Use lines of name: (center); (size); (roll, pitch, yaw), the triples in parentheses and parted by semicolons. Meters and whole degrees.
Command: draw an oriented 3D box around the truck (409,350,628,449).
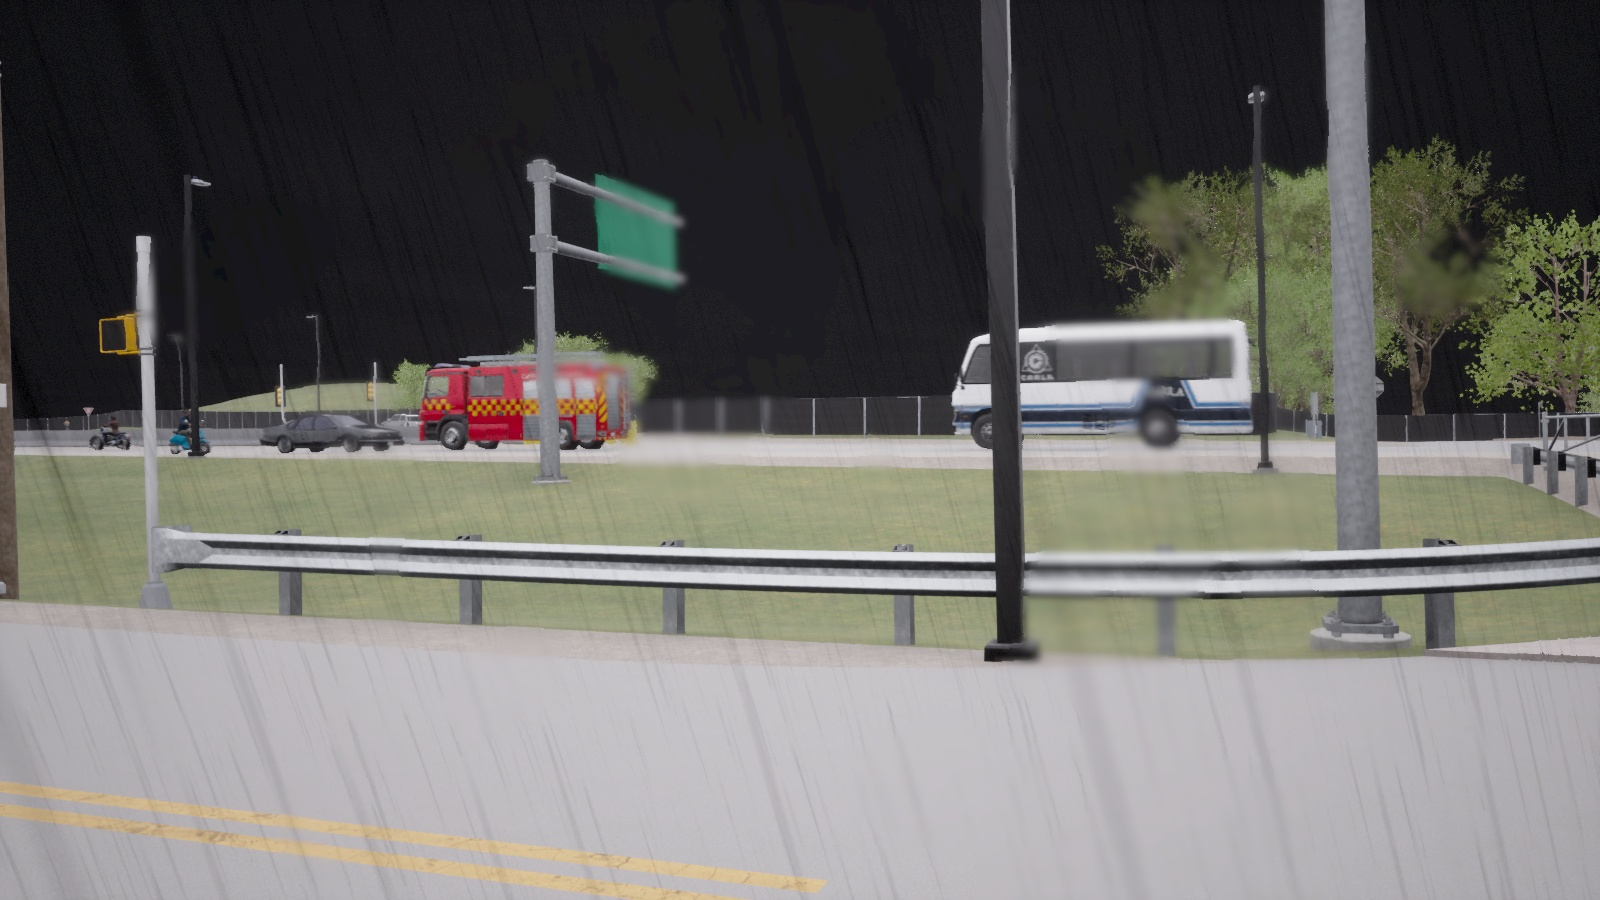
truck: (-11.519, -1.996, 51.330); (8.468, 3.827, 2.891); (0, 1, 19)

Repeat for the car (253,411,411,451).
car: (-17.097, -0.708, 45.891); (5.357, 1.411, 2.033); (0, 1, 19)

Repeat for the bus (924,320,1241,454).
bus: (9.827, -2.069, 43.674); (10.273, 4.253, 3.944); (0, 1, 21)

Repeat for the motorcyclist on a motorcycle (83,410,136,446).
motorcyclist on a motorcycle: (-32.246, -1.016, 58.639); (2.350, 1.649, 0.766); (0, 1, 19)

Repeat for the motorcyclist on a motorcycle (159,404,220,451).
motorcyclist on a motorcycle: (-21.196, -0.772, 43.622); (1.817, 1.590, 0.866); (0, 1, 19)

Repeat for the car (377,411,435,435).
car: (-24.932, -1.708, 79.461); (1.970, 1.475, 3.806); (-2, 2, -44)
